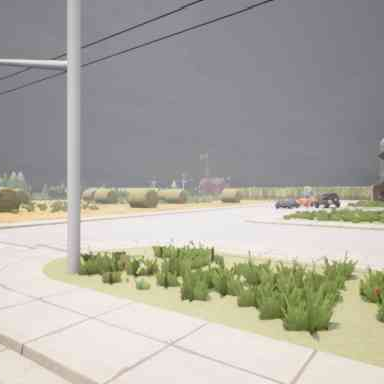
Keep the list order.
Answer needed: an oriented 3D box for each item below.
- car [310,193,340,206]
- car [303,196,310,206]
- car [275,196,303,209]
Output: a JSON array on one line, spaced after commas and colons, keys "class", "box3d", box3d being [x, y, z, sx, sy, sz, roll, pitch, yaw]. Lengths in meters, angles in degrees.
[{"class": "car", "box3d": [17.709, 1.119, 43.555, 1.905, 1.878, 3.866, -6, -1, -8]}, {"class": "car", "box3d": [18.015, 1.327, 51.350, 2.097, 1.767, 4.553, 0, 0, 34]}, {"class": "car", "box3d": [12.387, 1.483, 43.135, 1.994, 1.385, 4.181, -2, -1, 36]}]
